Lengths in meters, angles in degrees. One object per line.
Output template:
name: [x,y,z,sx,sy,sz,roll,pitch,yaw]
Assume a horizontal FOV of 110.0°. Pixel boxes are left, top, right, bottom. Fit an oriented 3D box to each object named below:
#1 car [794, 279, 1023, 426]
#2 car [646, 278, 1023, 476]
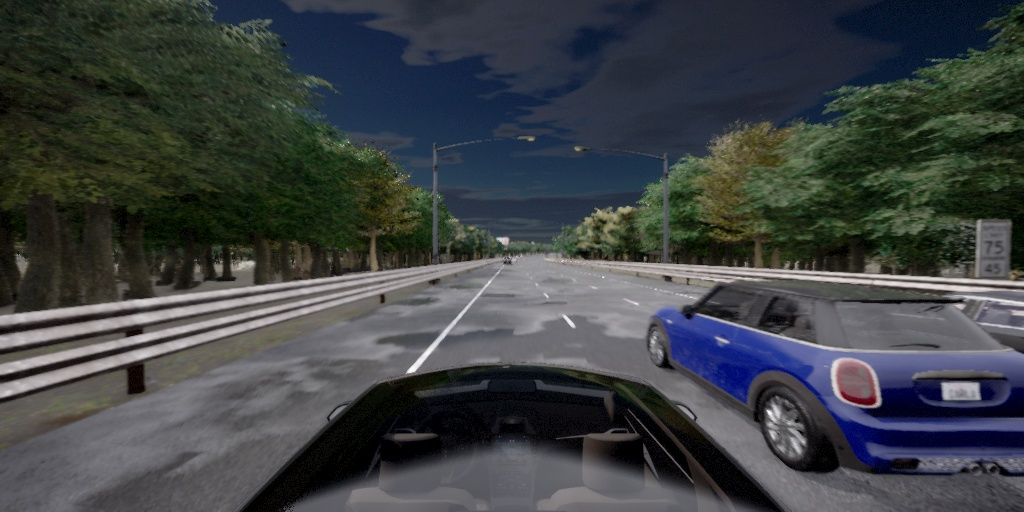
car: [7.101,1.245,5.219,2.128,1.511,4.902,0,0,0]
car: [3.601,1.106,5.000,2.097,1.767,4.553,0,0,0]
